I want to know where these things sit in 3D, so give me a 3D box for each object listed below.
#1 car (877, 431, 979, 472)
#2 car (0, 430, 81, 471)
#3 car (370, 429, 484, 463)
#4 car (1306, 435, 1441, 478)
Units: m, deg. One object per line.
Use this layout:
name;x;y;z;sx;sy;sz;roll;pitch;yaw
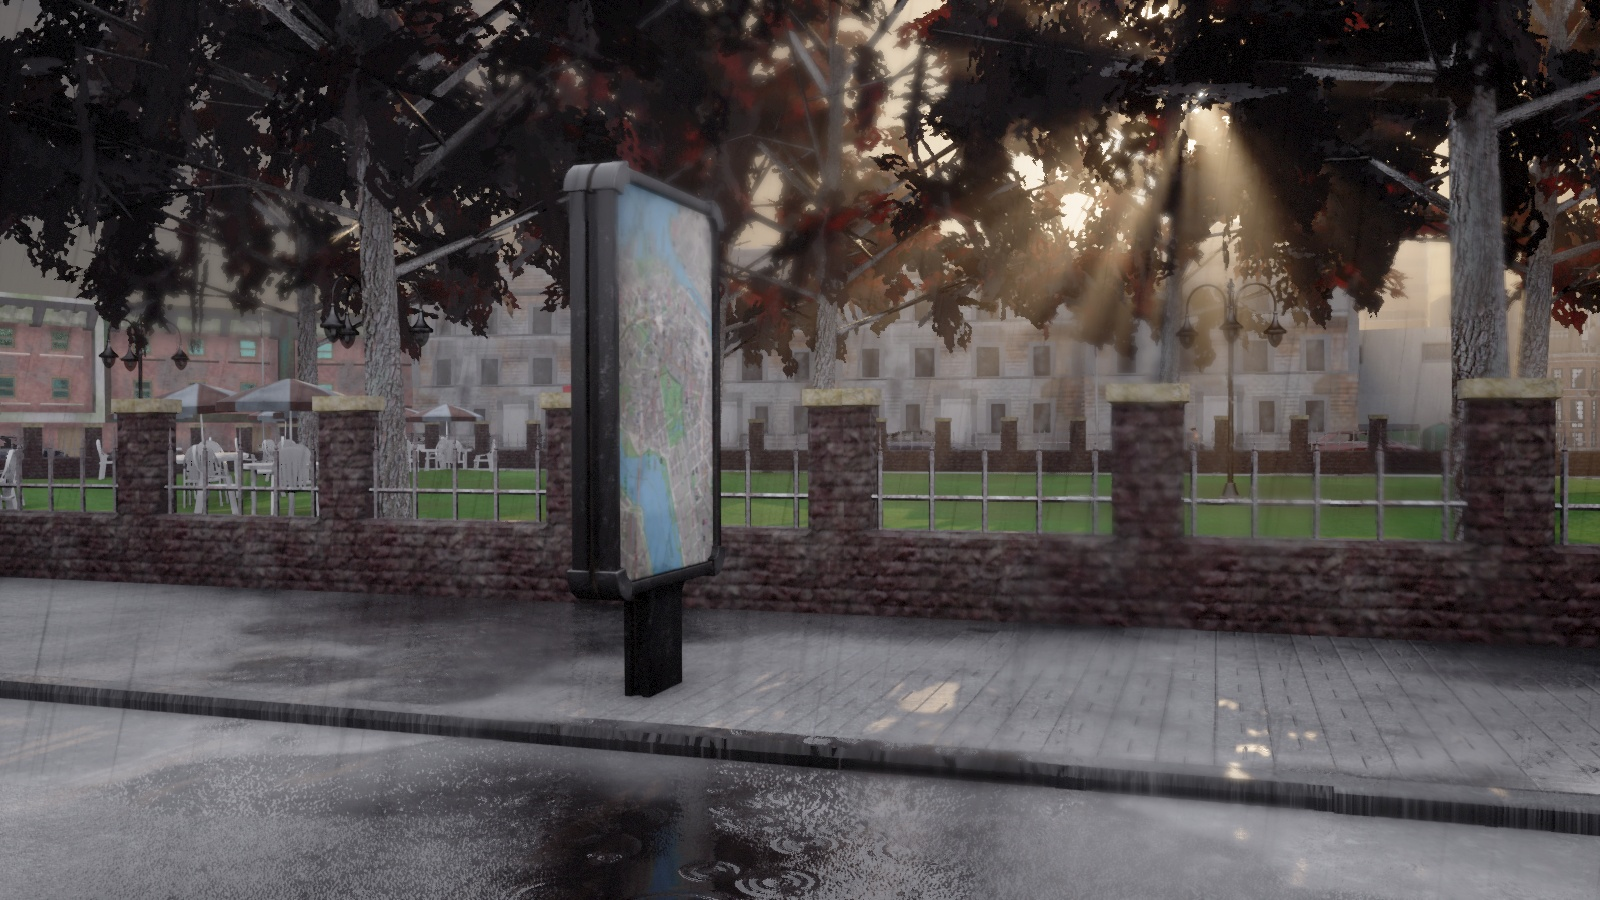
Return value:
car;5.065;0.029;49.734;3.705;1.549;1.789;0;1;18
car;-29.283;-0.016;46.743;1.816;1.474;4.193;1;1;18
car;-16.917;-0.201;57.023;4.514;1.525;2.007;0;1;12
car;20.328;0.201;44.671;4.193;1.474;1.816;1;1;18
